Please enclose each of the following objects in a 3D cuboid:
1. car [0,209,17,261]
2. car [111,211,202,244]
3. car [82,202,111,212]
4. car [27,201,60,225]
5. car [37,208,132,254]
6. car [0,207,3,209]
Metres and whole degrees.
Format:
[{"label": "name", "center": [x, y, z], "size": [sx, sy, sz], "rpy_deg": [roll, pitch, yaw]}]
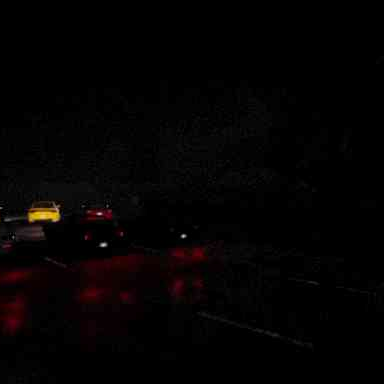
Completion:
[{"label": "car", "center": [-7.183, 1.471, 11.122], "size": [1.812, 1.442, 4.674], "rpy_deg": [0, 0, -39]}, {"label": "car", "center": [-1.731, 1.536, 15.512], "size": [1.895, 1.301, 4.718], "rpy_deg": [0, 0, -39]}, {"label": "car", "center": [-7.108, 1.456, 24.601], "size": [1.994, 1.385, 4.181], "rpy_deg": [0, 0, -23]}, {"label": "car", "center": [-10.337, 1.371, 23.251], "size": [1.882, 1.535, 5.008], "rpy_deg": [0, 0, -23]}, {"label": "car", "center": [-4.466, 1.543, 13.329], "size": [1.895, 1.301, 4.718], "rpy_deg": [0, 0, -39]}, {"label": "car", "center": [-13.567, 1.468, 21.903], "size": [1.994, 1.385, 4.181], "rpy_deg": [0, 0, -23]}]
